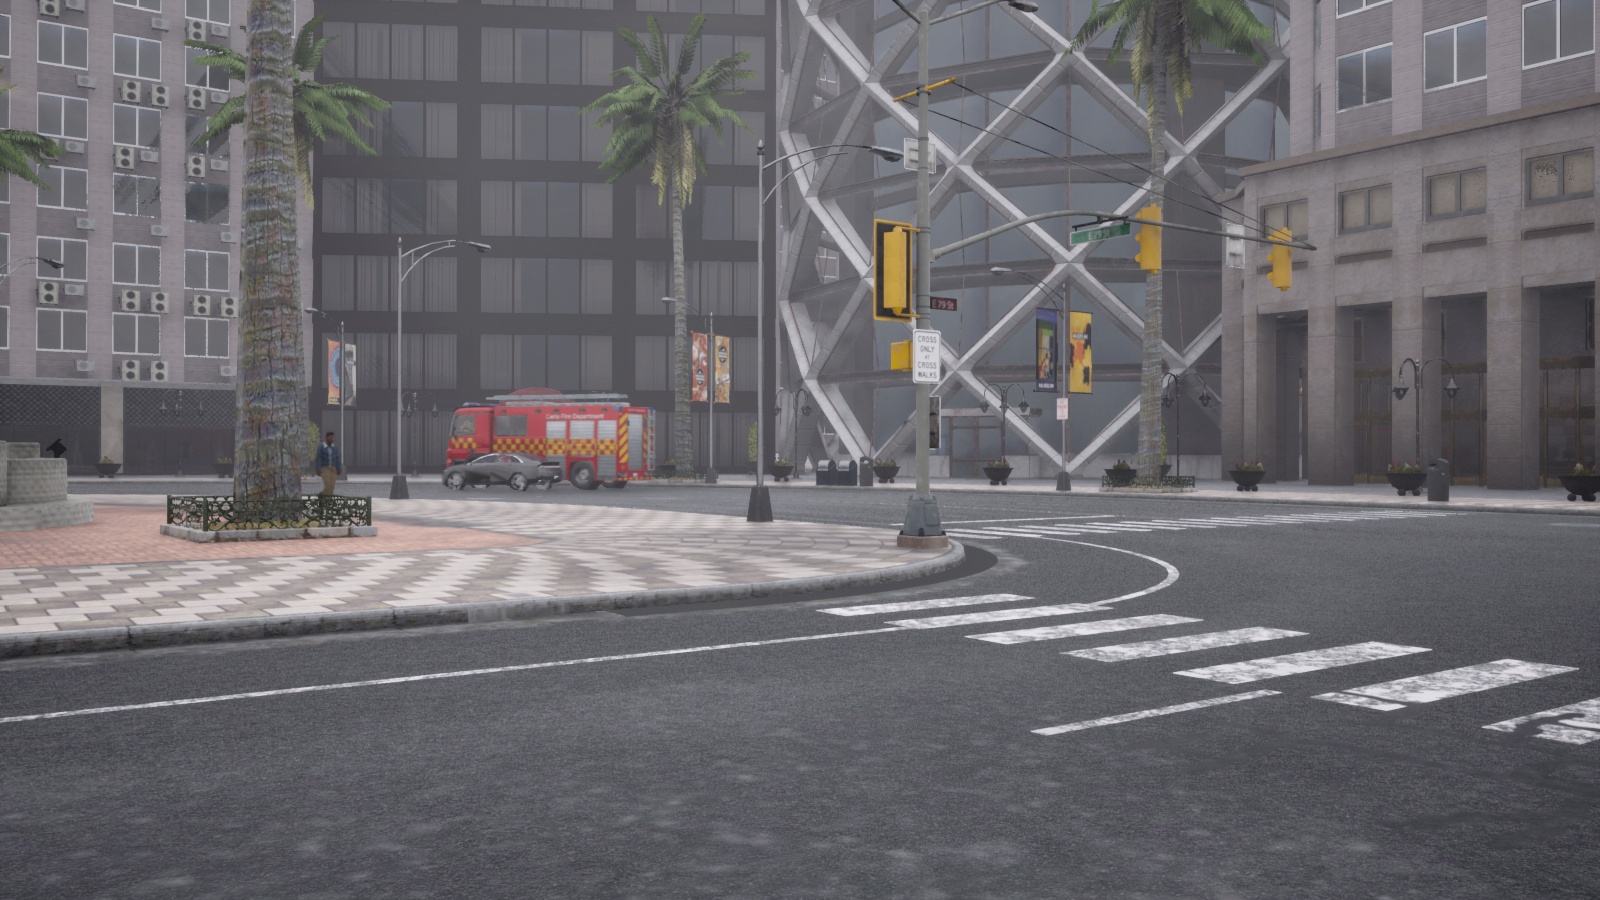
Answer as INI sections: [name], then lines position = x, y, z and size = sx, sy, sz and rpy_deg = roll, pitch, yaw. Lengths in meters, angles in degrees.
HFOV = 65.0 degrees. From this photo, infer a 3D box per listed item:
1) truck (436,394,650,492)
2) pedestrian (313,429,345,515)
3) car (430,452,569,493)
[truck]
position = -10.648, -0.270, 51.951
size = 8.468, 3.827, 2.891
rpy_deg = 0, 0, 22
[pedestrian]
position = -10.747, 0.494, 28.656
size = 0.423, 1.949, 0.788
rpy_deg = 0, 0, -43
[car]
position = -11.602, 0.844, 48.543
size = 4.902, 1.511, 2.128
rpy_deg = 0, 0, 21
